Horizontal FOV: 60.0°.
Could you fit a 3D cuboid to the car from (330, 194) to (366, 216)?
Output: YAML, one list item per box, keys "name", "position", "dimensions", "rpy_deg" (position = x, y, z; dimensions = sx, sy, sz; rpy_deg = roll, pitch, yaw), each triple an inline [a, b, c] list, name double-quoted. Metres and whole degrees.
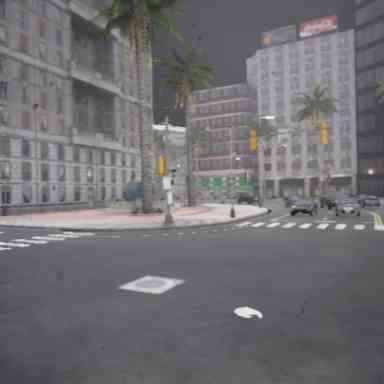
- name: "car"
  position: [13.235, 1.219, 28.444]
  dimensions: [2.128, 1.511, 4.902]
  rpy_deg: [-1, 0, 23]

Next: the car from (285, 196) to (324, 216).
- name: "car"
  position: [10.203, 1.344, 29.932]
  dimensions: [2.033, 1.411, 5.357]
  rpy_deg: [-1, 0, 28]

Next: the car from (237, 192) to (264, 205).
- name: "car"
  position: [9.720, 1.053, 55.794]
  dimensions: [2.150, 2.045, 5.566]
  rpy_deg: [-1, 0, -25]

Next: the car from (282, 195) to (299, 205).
- name: "car"
  position: [12.815, 1.312, 41.053]
  dimensions: [1.994, 1.385, 4.181]
  rpy_deg: [-1, 0, 2]

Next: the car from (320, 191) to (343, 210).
- name: "car"
  position: [16.100, 0.893, 37.900]
  dimensions: [2.150, 2.045, 5.566]
  rpy_deg: [-1, 0, 8]

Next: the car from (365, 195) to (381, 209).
- name: "car"
  position: [19.693, 1.083, 37.924]
  dimensions: [2.128, 1.511, 4.902]
  rpy_deg: [-1, 0, 8]

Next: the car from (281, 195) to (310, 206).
- name: "car"
  position: [15.471, 1.174, 50.177]
  dimensions: [1.882, 1.535, 5.008]
  rpy_deg: [-1, 0, -12]
